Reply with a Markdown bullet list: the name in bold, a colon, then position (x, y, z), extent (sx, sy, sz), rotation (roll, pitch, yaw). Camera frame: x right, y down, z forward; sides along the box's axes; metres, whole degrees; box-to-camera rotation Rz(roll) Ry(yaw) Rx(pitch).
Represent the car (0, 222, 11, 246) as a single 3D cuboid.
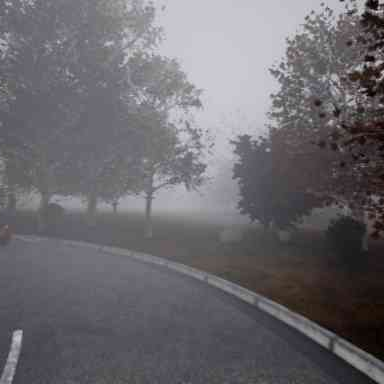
- **car**: position (-9.324, 1.454, 13.260), extent (4.181, 1.385, 1.994), rotation (1, -1, 23)
